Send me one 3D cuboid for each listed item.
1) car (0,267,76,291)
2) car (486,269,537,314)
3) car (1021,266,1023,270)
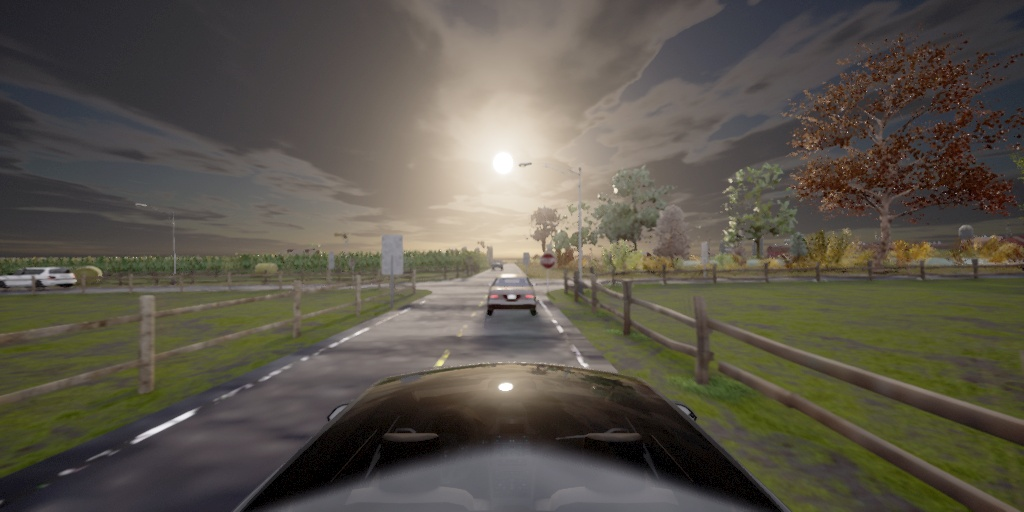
[{"bbox_3d":[-43.121,2.076,32.467,5.566,2.045,2.150,-1,0,1],"label":"car"},{"bbox_3d":[0.000,1.425,14.345,2.033,1.411,5.357,0,-1,0],"label":"car"},{"bbox_3d":[47.243,0.722,30.854,4.892,1.490,1.837,0,0,1],"label":"car"}]
